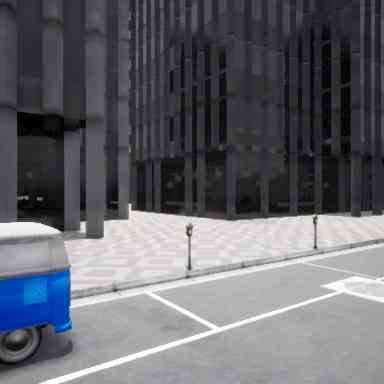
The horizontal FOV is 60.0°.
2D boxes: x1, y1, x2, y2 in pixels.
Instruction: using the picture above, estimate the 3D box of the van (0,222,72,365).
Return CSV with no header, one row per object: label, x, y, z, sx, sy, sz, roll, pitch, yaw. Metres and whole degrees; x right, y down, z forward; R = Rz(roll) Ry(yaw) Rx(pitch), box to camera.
van,-3.610,1.340,4.193,3.998,1.788,1.690,0,0,-35
